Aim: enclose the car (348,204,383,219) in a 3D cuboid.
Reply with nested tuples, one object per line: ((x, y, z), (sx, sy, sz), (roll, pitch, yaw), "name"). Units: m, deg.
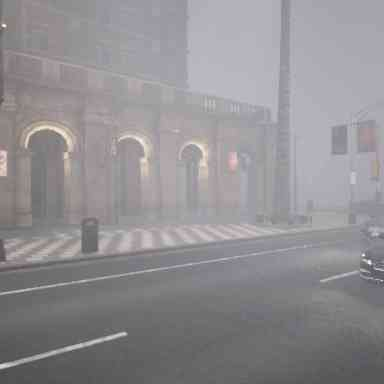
((9.499, 1.472, 14.990), (4.902, 1.511, 2.128), (0, 0, -35), "car")

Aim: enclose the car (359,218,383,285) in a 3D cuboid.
((6.122, 1.494, 8.335), (4.892, 1.490, 1.837), (1, 0, -35), "car")

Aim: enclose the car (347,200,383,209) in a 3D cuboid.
((18.945, 1.503, 34.425), (2.033, 1.411, 5.357), (0, 0, -33), "car")
